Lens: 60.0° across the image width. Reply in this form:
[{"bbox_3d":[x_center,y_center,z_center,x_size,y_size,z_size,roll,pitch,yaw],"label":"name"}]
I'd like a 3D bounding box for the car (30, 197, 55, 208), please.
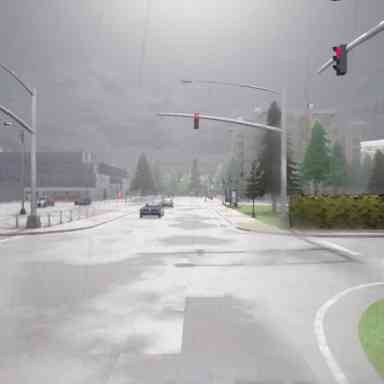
[{"bbox_3d":[-20.482,1.384,45.687,1.970,1.475,3.806,0,0,0],"label":"car"}]

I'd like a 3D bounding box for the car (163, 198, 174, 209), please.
[{"bbox_3d":[-3.553,1.564,45.558,1.994,1.385,4.181,0,0,0],"label":"car"}]

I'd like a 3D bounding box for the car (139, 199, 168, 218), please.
[{"bbox_3d":[-3.582,1.601,30.312,1.895,1.301,4.718,0,0,0],"label":"car"}]

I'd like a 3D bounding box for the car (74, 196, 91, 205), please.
[{"bbox_3d":[-17.425,1.374,53.076,1.845,1.501,3.633,0,0,0],"label":"car"}]
